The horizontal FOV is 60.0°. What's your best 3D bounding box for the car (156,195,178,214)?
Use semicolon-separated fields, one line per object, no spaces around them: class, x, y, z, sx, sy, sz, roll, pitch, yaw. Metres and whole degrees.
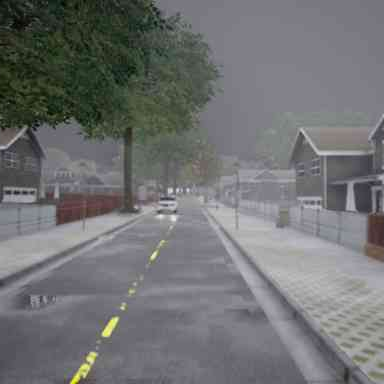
car;-2.806;1.398;38.624;2.150;2.045;5.566;0;-1;1
